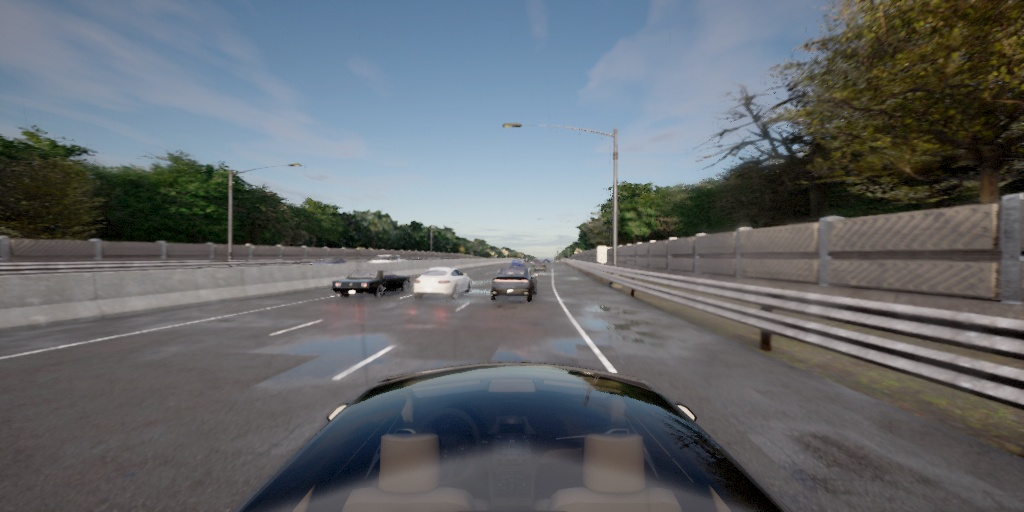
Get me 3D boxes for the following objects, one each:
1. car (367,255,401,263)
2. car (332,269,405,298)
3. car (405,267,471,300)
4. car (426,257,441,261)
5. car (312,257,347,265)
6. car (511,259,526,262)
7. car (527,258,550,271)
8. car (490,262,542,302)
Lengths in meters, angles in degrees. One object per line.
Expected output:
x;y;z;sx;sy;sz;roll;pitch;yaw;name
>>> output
-14.785;0.864;41.662;2.150;2.045;5.566;0;0;7;car
-6.773;1.301;17.926;1.895;1.301;4.718;0;0;6;car
-3.296;1.249;17.515;1.812;1.442;4.674;0;0;6;car
-12.854;0.991;58.645;2.097;1.767;4.553;0;0;7;car
-21.702;0.952;42.754;2.097;1.767;4.553;0;0;7;car
0.681;1.254;53.473;1.812;1.442;4.674;0;0;6;car
3.614;1.242;48.171;2.128;1.511;4.902;0;0;6;car
0.183;1.238;17.137;2.128;1.511;4.902;0;0;6;car
